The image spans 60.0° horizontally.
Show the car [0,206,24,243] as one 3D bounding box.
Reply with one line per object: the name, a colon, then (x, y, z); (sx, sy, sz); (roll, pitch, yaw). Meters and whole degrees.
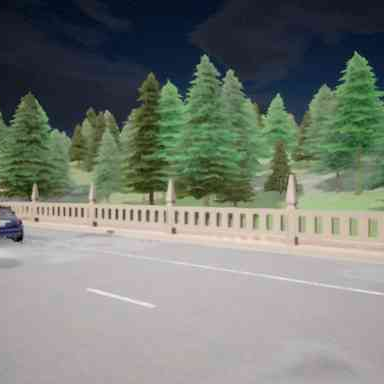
car: (-9.702, 1.399, 15.190); (4.553, 1.767, 2.097); (0, 0, 35)
